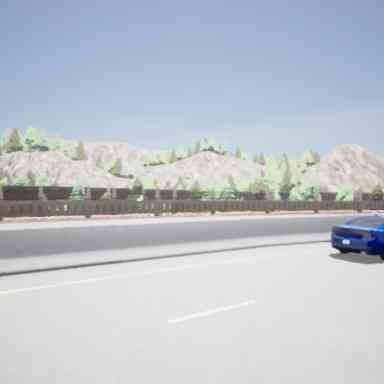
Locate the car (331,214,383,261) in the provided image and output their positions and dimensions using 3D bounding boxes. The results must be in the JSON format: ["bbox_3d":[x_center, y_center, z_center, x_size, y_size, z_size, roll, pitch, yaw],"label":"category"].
[{"bbox_3d":[7.521,1.594,12.657,5.008,1.535,1.882,0,0,-28],"label":"car"}]
